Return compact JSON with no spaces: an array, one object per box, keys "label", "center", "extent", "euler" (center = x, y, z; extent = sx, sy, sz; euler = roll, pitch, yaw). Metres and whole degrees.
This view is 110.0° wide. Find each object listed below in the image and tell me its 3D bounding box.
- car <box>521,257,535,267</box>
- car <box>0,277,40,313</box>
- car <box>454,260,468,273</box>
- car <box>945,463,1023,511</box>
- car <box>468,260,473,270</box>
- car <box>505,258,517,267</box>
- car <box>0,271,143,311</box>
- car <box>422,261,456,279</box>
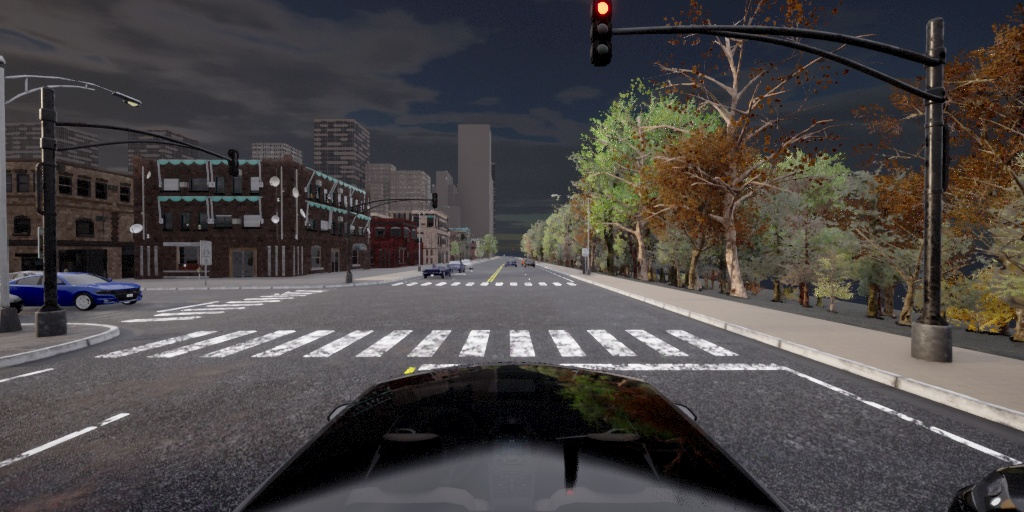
[{"label":"car","center":[3.052,1.231,63.211],"extent":[1.837,1.490,4.892],"euler":[0,0,0]},{"label":"car","center":[-19.998,1.565,12.493],"extent":[4.313,1.339,1.948],"euler":[0,0,0]},{"label":"car","center":[-6.786,1.261,43.044],"extent":[1.812,1.442,4.674],"euler":[0,0,0]},{"label":"car","center":[3.363,1.314,0.173],"extent":[1.994,1.385,4.181],"euler":[0,0,-1]},{"label":"car","center":[-6.825,1.257,53.313],"extent":[1.812,1.442,4.674],"euler":[0,0,0]},{"label":"car","center":[-0.203,1.078,63.995],"extent":[2.097,1.767,4.553],"euler":[0,0,0]},{"label":"car","center":[-18.751,1.435,15.209],"extent":[5.008,1.535,1.882],"euler":[-1,1,-1]},{"label":"car","center":[-6.741,1.341,32.873],"extent":[1.895,1.301,4.718],"euler":[0,0,2]}]
